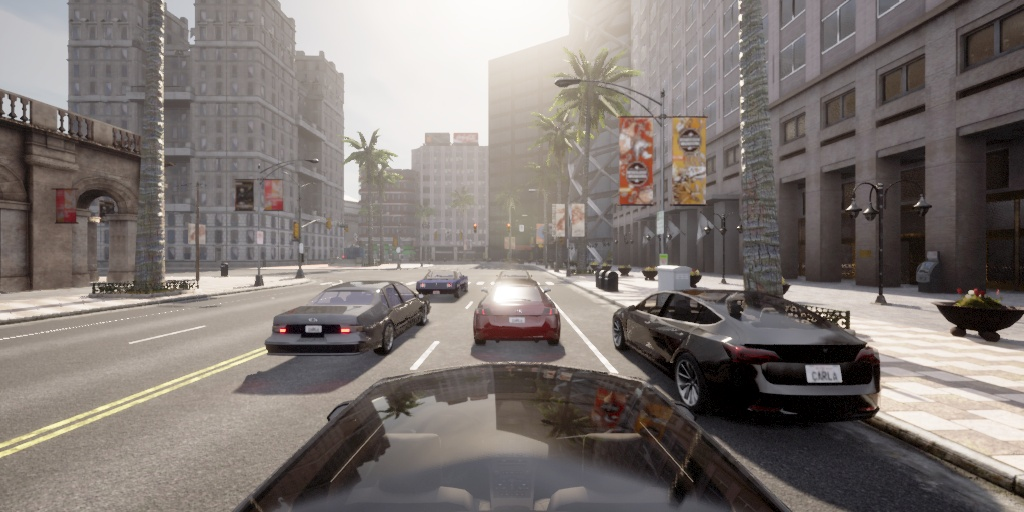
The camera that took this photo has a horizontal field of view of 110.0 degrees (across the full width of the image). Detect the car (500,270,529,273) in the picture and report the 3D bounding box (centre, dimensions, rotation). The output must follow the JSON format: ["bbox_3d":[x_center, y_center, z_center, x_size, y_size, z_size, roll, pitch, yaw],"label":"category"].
[{"bbox_3d":[0.117,1.351,18.336,1.895,1.301,4.718,0,0,0],"label":"car"}]

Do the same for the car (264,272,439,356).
[{"bbox_3d":[-3.395,1.297,8.649,2.033,1.411,5.357,0,0,0],"label":"car"}]

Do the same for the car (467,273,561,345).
[{"bbox_3d":[0.108,1.314,9.529,1.994,1.385,4.181,0,0,0],"label":"car"}]

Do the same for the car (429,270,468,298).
[{"bbox_3d":[-3.384,1.351,18.298,1.895,1.301,4.718,0,0,0],"label":"car"}]
